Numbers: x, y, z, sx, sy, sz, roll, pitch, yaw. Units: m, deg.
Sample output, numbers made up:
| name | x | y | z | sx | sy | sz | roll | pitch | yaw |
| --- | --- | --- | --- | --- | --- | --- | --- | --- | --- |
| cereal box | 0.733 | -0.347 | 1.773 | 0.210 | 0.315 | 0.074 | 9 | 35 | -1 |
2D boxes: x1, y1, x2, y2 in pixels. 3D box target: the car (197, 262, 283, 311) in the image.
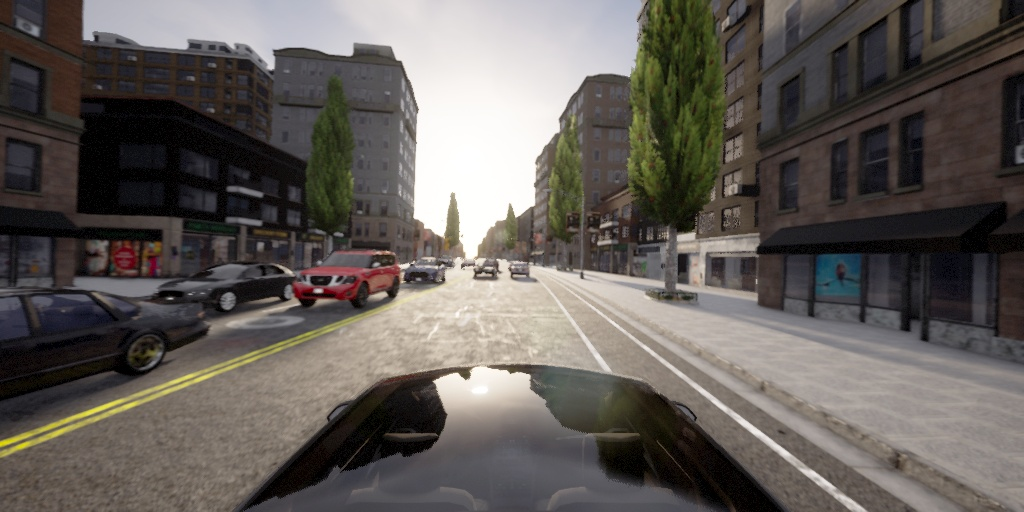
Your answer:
| name | x | y | z | sx | sy | sz | roll | pitch | yaw |
| --- | --- | --- | --- | --- | --- | --- | --- | --- | --- |
| car | -9.550 | 0.975 | 12.519 | 1.837 | 1.490 | 4.892 | 2 | 0 | 2 |

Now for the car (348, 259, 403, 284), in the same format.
| name | x | y | z | sx | sy | sz | roll | pitch | yaw |
| --- | --- | --- | --- | --- | --- | --- | --- | --- | --- |
| car | -9.220 | 0.976 | 24.683 | 1.837 | 1.490 | 4.892 | 2 | 0 | 1 |

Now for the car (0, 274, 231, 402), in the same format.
| name | x | y | z | sx | sy | sz | roll | pitch | yaw |
| --- | --- | --- | --- | --- | --- | --- | --- | --- | --- |
| car | -6.585 | 1.110 | 4.263 | 2.033 | 1.411 | 5.357 | 2 | 0 | 2 |

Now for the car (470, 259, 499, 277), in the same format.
| name | x | y | z | sx | sy | sz | roll | pitch | yaw |
| --- | --- | --- | --- | --- | --- | --- | --- | --- | --- |
| car | -2.519 | 1.263 | 34.234 | 1.895 | 1.301 | 4.718 | 2 | 0 | 0 |

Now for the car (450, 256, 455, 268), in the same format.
| name | x | y | z | sx | sy | sz | roll | pitch | yaw |
| --- | --- | --- | --- | --- | --- | --- | --- | --- | --- |
| car | -9.387 | 0.750 | 50.990 | 2.097 | 1.767 | 4.553 | 2 | 0 | -2 |

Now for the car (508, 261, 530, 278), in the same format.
| name | x | y | z | sx | sy | sz | roll | pitch | yaw |
| --- | --- | --- | --- | --- | --- | --- | --- | --- | --- |
| car | 0.732 | 1.302 | 34.063 | 2.033 | 1.411 | 5.357 | 2 | 0 | 0 |

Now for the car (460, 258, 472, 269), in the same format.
| name | x | y | z | sx | sy | sz | roll | pitch | yaw |
| --- | --- | --- | --- | --- | --- | --- | --- | --- | --- |
| car | -6.145 | 1.040 | 51.083 | 1.994 | 1.385 | 4.181 | 2 | 0 | -2 |

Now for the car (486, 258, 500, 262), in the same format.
| name | x | y | z | sx | sy | sz | roll | pitch | yaw |
| --- | --- | --- | --- | --- | --- | --- | --- | --- | --- |
| car | -2.759 | 1.014 | 47.997 | 2.097 | 1.767 | 4.553 | 2 | 0 | -1 |

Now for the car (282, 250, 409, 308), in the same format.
| name | x | y | z | sx | sy | sz | roll | pitch | yaw |
| --- | --- | --- | --- | --- | --- | --- | --- | --- | --- |
| car | -6.224 | 0.784 | 14.443 | 2.150 | 2.045 | 5.566 | 2 | 0 | 2 |

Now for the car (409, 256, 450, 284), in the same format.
| name | x | y | z | sx | sy | sz | roll | pitch | yaw |
| --- | --- | --- | --- | --- | --- | --- | --- | --- | --- |
| car | -5.990 | 0.916 | 25.199 | 2.097 | 1.767 | 4.553 | 2 | 0 | -1 |
